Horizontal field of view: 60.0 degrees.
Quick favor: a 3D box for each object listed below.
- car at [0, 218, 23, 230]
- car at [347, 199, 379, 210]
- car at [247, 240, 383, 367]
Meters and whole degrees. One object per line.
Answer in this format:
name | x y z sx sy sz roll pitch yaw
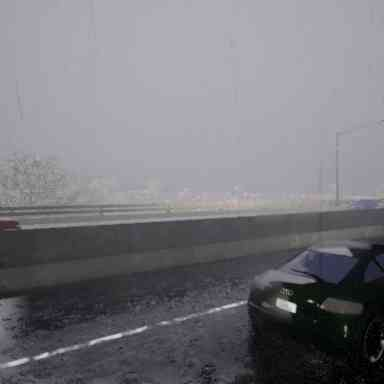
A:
car | -10.097 1.544 13.982 5.357 1.411 2.033 0 0 -35
car | 20.258 1.567 39.349 4.674 1.442 1.812 0 0 -34
car | 2.958 1.562 5.831 4.181 1.385 1.994 0 0 -35
